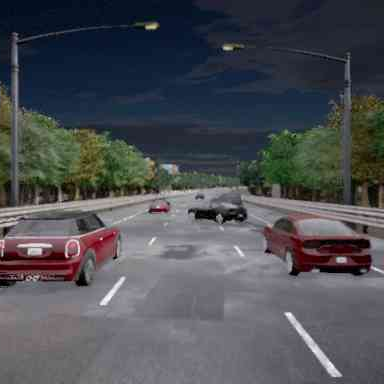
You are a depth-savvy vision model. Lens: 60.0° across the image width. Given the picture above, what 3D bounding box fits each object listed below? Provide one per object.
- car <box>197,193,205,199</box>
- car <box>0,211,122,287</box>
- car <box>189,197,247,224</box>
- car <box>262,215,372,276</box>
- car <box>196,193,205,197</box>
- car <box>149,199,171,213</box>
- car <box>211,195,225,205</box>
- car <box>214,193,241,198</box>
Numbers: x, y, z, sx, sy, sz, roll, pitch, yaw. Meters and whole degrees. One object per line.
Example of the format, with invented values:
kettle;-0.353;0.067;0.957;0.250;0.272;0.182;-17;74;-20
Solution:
car;2.670;1.084;94.866;2.033;1.411;5.357;0;0;4
car;-3.403;1.304;9.343;2.097;1.767;4.553;0;0;0
car;1.705;1.363;23.580;1.882;1.535;5.008;0;0;-36
car;3.494;1.427;10.250;1.882;1.535;5.008;0;0;0
car;1.922;1.102;82.667;1.837;1.490;4.892;0;0;3
car;-3.240;1.395;34.299;1.994;1.385;4.181;0;0;1
car;4.142;1.234;53.970;2.128;1.511;4.902;0;0;2
car;3.624;1.066;32.154;2.150;2.045;5.566;0;0;1
